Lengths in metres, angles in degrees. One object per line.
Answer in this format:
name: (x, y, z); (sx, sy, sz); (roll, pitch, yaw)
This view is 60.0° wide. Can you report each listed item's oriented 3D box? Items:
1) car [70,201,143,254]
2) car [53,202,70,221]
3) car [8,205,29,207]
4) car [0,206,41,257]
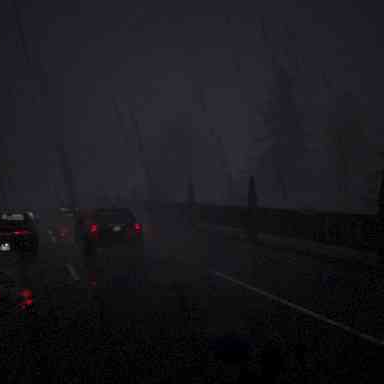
car: (-3.651, 1.359, 13.953); (2.097, 1.767, 4.553); (0, 0, -26)
car: (-10.278, 1.524, 27.386); (2.128, 1.511, 4.902); (0, 0, -26)
car: (-13.154, 1.649, 25.287); (1.895, 1.301, 4.718); (0, 0, -26)
car: (-6.811, 1.517, 12.445); (2.128, 1.511, 4.902); (0, 0, -26)
